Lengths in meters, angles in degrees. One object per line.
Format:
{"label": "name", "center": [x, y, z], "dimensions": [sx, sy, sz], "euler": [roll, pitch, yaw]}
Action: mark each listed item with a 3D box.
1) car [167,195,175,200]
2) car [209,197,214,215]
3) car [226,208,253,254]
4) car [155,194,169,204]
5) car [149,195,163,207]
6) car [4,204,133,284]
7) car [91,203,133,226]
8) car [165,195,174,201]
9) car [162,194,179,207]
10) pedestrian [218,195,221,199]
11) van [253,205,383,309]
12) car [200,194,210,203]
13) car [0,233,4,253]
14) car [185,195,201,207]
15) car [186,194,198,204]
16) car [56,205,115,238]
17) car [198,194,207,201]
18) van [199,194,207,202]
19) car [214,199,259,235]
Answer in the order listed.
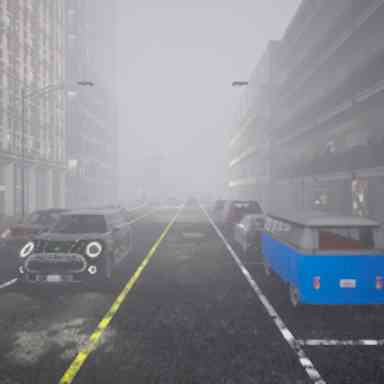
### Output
{"label": "car", "center": [-5.703, 1.559, 90.548], "dimensions": [1.947, 1.339, 4.313], "euler": [0, 0, 0]}
{"label": "car", "center": [2.995, 1.494, 33.857], "dimensions": [1.837, 1.490, 4.892], "euler": [0, 0, 0]}
{"label": "car", "center": [2.687, 1.544, 13.141], "dimensions": [2.008, 1.369, 4.403], "euler": [0, 0, 0]}
{"label": "car", "center": [-5.700, 1.302, 63.098], "dimensions": [2.192, 1.841, 5.009], "euler": [0, 0, 0]}
{"label": "car", "center": [-5.699, 1.569, 51.996], "dimensions": [1.802, 1.307, 4.206], "euler": [0, 0, 0]}
{"label": "car", "center": [-3.102, 1.347, 9.719], "dimensions": [2.097, 1.767, 4.553], "euler": [0, 0, 0]}
{"label": "car", "center": [-5.695, 1.541, 24.241], "dimensions": [2.008, 1.369, 4.403], "euler": [0, 0, 0]}
{"label": "car", "center": [-5.703, 1.558, 85.302], "dimensions": [1.947, 1.339, 4.313], "euler": [0, 0, 0]}
{"label": "car", "center": [-3.083, 1.491, 51.872], "dimensions": [1.837, 1.490, 4.892], "euler": [0, 0, 0]}
{"label": "pedestrian", "center": [2.995, 1.282, 36.801], "dimensions": [0.375, 1.860, 0.375], "euler": [0, 0, -1]}
{"label": "van", "center": [2.686, 1.337, 7.590], "dimensions": [1.690, 1.788, 3.998], "euler": [0, 0, 0]}
{"label": "car", "center": [2.679, 1.302, 68.651], "dimensions": [2.192, 1.841, 5.009], "euler": [0, 0, 0]}
{"label": "car", "center": [-5.694, 1.434, 13.139], "dimensions": [1.967, 1.590, 4.097], "euler": [0, 0, 0]}
{"label": "car", "center": [0.016, 1.512, 49.395], "dimensions": [1.812, 1.442, 4.674], "euler": [0, 0, 1]}
{"label": "car", "center": [-0.007, 1.339, 63.786], "dimensions": [2.097, 1.767, 4.553], "euler": [0, 0, 0]}
{"label": "car", "center": [-5.695, 1.517, 18.520], "dimensions": [1.752, 1.417, 4.829], "euler": [0, 0, 0]}
{"label": "car", "center": [2.677, 1.431, 85.303], "dimensions": [1.967, 1.590, 4.097], "euler": [0, 0, 0]}
{"label": "van", "center": [2.678, 1.331, 79.753], "dimensions": [1.690, 1.788, 3.998], "euler": [0, 0, 0]}
{"label": "car", "center": [2.685, 1.307, 18.692], "dimensions": [2.192, 1.841, 5.009], "euler": [0, 0, 0]}
